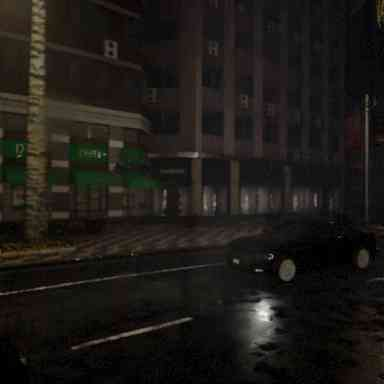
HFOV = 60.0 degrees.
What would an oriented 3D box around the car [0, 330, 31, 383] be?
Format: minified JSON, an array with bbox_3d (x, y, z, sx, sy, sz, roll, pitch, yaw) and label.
[{"bbox_3d":[-3.068,1.552,1.651,4.181,1.385,1.994,0,0,-34],"label":"car"}]

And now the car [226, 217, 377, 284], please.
[{"bbox_3d":[3.323,1.531,9.873,5.008,1.535,1.882,0,0,-29],"label":"car"}]
